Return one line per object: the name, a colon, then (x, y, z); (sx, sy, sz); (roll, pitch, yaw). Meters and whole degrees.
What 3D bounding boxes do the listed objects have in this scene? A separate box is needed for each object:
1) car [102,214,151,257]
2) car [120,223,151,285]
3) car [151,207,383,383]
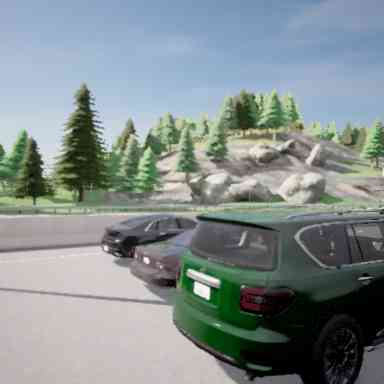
car: (-0.660, 1.531, 11.697); (4.892, 1.490, 1.837); (1, 0, -35)
car: (1.113, 1.587, 8.718); (5.357, 1.411, 2.033); (1, 0, -32)
car: (2.375, 1.269, 5.374); (5.566, 2.045, 2.150); (0, 0, -33)
